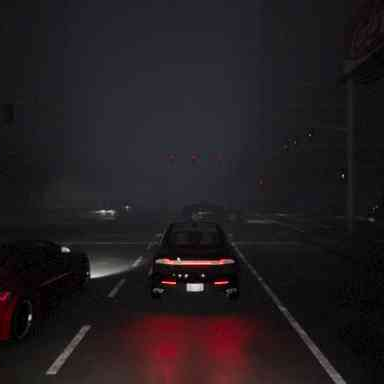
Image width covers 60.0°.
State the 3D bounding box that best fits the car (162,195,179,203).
[{"bbox_3d":[-4.599,1.326,70.581,2.097,1.767,4.553,0,0,-27],"label":"car"}]

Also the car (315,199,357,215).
[{"bbox_3d":[14.807,1.491,33.024,4.902,1.511,2.128,0,0,0],"label":"car"}]

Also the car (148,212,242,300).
[{"bbox_3d":[0.068,1.492,8.372,2.128,1.511,4.902,0,0,0],"label":"car"}]

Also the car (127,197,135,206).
[{"bbox_3d":[-10.574,1.547,54.112,2.033,1.411,5.357,0,0,0],"label":"car"}]

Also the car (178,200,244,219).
[{"bbox_3d":[1.563,1.505,25.747,4.892,1.490,1.837,0,0,0],"label":"car"}]

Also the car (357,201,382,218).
[{"bbox_3d":[17.704,1.352,29.537,4.553,1.767,2.097,0,0,0],"label":"car"}]

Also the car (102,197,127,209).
[{"bbox_3d":[-10.588,1.491,44.369,2.128,1.511,4.902,0,0,0],"label":"car"}]

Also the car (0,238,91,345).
[{"bbox_3d":[-3.442,1.564,6.395,1.994,1.385,4.181,0,0,0],"label":"car"}]
